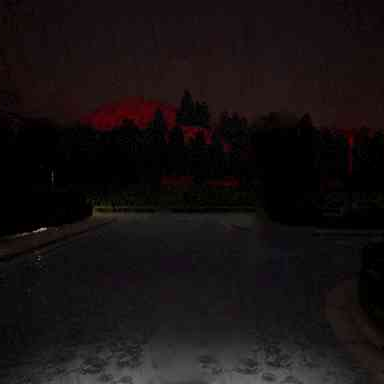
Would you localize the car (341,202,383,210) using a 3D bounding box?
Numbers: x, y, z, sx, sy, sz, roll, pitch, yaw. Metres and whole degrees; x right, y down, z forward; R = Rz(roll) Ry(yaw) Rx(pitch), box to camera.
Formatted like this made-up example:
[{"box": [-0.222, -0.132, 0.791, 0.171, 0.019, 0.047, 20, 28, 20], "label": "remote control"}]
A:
[{"box": [17.679, 1.712, 34.078, 4.674, 1.442, 1.812, 0, 0, 1], "label": "car"}]
